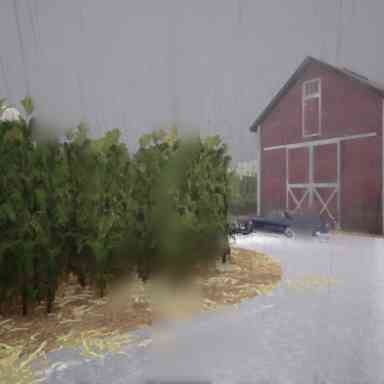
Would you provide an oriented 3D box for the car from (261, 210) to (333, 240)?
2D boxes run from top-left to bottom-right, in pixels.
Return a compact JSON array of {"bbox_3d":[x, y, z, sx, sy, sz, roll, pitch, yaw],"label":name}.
[{"bbox_3d":[4.623,1.601,17.181,1.895,1.301,4.718,0,0,-34],"label":"car"}]

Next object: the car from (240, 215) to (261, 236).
[{"bbox_3d":[1.298,1.561,17.671,1.994,1.385,4.181,0,0,-35],"label":"car"}]
